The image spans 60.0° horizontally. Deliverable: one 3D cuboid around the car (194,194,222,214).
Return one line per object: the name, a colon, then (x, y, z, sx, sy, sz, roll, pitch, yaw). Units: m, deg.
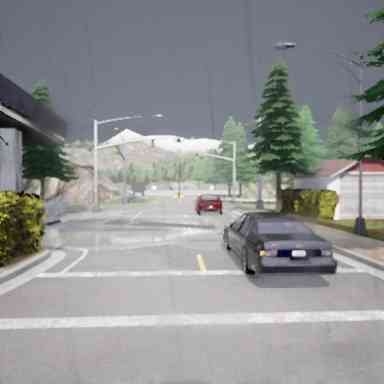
car: (1.272, 0.887, 26.574, 1.882, 1.535, 5.008, 0, 1, -2)

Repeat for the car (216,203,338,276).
car: (2.105, 1.271, 9.425, 2.033, 1.411, 5.357, 0, 1, -3)
